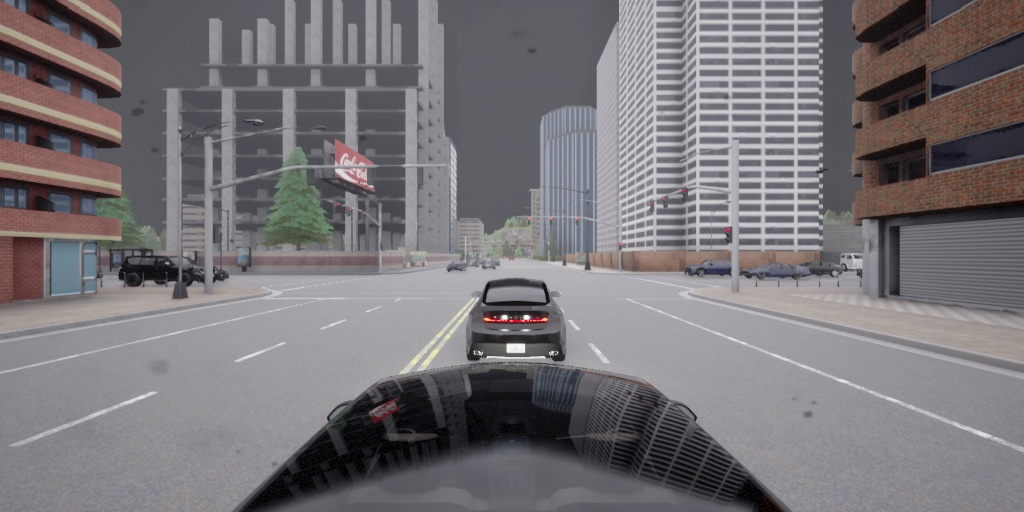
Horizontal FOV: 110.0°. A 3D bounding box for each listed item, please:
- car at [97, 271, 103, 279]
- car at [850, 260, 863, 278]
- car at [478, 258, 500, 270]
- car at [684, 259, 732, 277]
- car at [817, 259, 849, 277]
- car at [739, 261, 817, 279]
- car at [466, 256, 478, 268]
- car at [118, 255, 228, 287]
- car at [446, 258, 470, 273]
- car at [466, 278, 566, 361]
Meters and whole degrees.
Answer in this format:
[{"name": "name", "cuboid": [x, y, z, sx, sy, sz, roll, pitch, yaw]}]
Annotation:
[{"name": "car", "cuboid": [-34.879, 1.293, 27.483, 5.357, 1.411, 2.033, 0, 0, 0]}, {"name": "car", "cuboid": [32.715, 1.308, 31.206, 4.181, 1.385, 1.994, 0, 0, 0]}, {"name": "car", "cuboid": [-3.350, 1.230, 52.713, 2.128, 1.511, 4.902, 0, 0, 0]}, {"name": "car", "cuboid": [19.212, 1.096, 34.713, 4.553, 1.767, 2.097, 0, 0, 0]}, {"name": "car", "cuboid": [29.062, 1.248, 34.709, 4.892, 1.490, 1.837, 0, 0, 0]}, {"name": "car", "cuboid": [22.803, 1.292, 31.215, 5.357, 1.411, 2.033, 0, 0, 0]}, {"name": "car", "cuboid": [-6.794, 1.230, 60.963, 2.128, 1.511, 4.902, 0, 0, 1]}, {"name": "car", "cuboid": [-22.815, 0.968, 23.988, 5.566, 2.045, 2.150, 0, 0, 0]}, {"name": "car", "cuboid": [-6.891, 1.289, 44.898, 2.033, 1.411, 5.357, 0, 0, 0]}, {"name": "car", "cuboid": [0.093, 1.254, 8.247, 1.837, 1.490, 4.892, 0, 0, 1]}]
